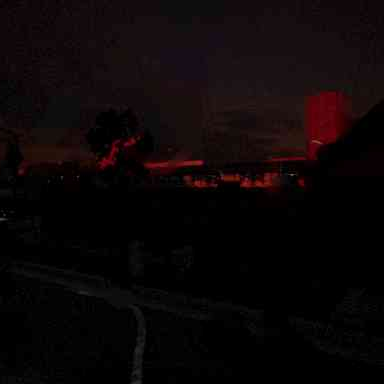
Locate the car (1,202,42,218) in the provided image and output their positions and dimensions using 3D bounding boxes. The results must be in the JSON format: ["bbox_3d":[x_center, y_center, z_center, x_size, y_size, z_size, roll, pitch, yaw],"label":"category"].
[{"bbox_3d":[-15.613,1.724,32.712,2.033,1.411,5.357,0,0,34],"label":"car"}]
